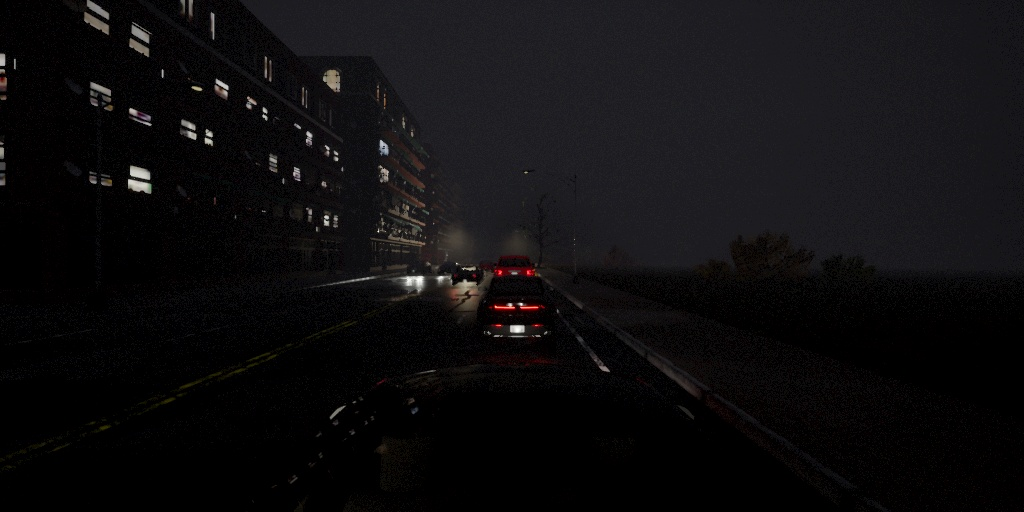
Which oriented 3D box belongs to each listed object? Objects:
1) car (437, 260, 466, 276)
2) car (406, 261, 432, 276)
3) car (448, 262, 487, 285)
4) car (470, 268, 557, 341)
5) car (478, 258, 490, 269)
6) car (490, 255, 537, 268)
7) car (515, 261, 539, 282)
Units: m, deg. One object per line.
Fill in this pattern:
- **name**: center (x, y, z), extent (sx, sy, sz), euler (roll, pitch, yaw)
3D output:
- **car**: center (-6.551, 1.301, 37.955), extent (2.033, 1.411, 5.357), euler (0, 0, 0)
- **car**: center (-9.802, 1.245, 38.171), extent (2.128, 1.511, 4.902), euler (0, 0, 0)
- **car**: center (-3.116, 1.354, 26.103), extent (1.895, 1.301, 4.718), euler (0, 0, 0)
- **car**: center (0.113, 1.256, 9.814), extent (1.837, 1.490, 4.892), euler (0, 0, 0)
- **car**: center (-3.092, 1.231, 44.257), extent (1.882, 1.535, 5.008), euler (0, 0, 0)
- **car**: center (0.125, 0.975, 20.161), extent (2.150, 2.045, 5.566), euler (0, 0, 0)
- **car**: center (1.177, 1.209, 30.568), extent (1.801, 1.575, 5.366), euler (0, 0, 0)
